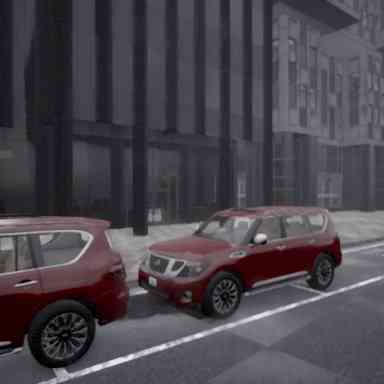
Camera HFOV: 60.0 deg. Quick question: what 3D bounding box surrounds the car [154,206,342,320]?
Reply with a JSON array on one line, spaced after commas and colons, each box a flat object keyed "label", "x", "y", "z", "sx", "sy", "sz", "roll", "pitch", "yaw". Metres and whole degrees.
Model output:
[{"label": "car", "x": 1.341, "y": 1.289, "z": 7.477, "sx": 5.009, "sy": 1.841, "sz": 2.192, "roll": 0, "pitch": 0, "yaw": -35}]

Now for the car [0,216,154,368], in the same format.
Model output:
[{"label": "car", "x": -3.256, "y": 1.317, "z": 4.210, "sx": 5.009, "sy": 1.841, "sz": 2.192, "roll": 0, "pitch": 0, "yaw": -35}]
